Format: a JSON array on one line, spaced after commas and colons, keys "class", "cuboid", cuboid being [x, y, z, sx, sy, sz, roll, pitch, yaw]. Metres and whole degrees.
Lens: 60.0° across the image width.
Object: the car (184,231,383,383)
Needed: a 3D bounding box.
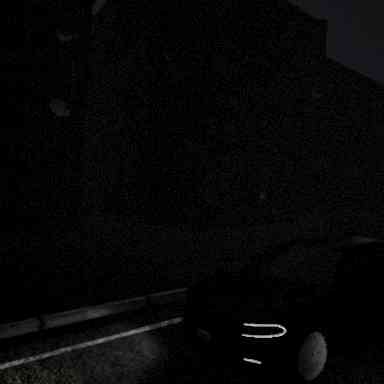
[{"class": "car", "cuboid": [2.182, 1.483, 5.547, 5.008, 1.535, 1.882, 0, 0, -35]}]
